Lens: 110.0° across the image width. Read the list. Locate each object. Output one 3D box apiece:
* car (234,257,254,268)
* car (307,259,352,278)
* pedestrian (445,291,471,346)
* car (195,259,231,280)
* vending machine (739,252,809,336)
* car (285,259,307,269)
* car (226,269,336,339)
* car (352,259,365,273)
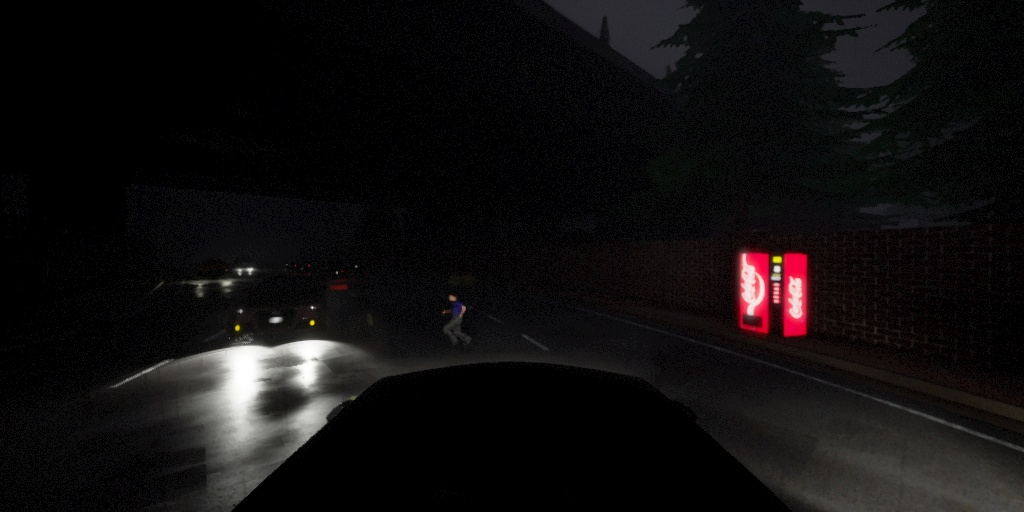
[{"bbox_3d":[-35.287,0.819,47.139,2.128,1.511,4.902,0,1,-41],"label":"car"},{"bbox_3d":[-14.928,1.005,29.223,1.837,1.490,4.892,0,1,-40],"label":"car"},{"bbox_3d":[-1.152,1.273,7.604,0.375,1.300,0.375,0,1,-19],"label":"pedestrian"},{"bbox_3d":[-23.520,0.976,28.228,1.882,1.535,5.008,0,1,-41],"label":"car"},{"bbox_3d":[6.263,0.893,8.644,1.100,2.100,0.880,0,0,-17],"label":"vending machine"},{"bbox_3d":[-23.186,1.011,38.771,1.895,1.301,4.718,0,1,-41],"label":"car"},{"bbox_3d":[-6.137,1.237,9.909,1.994,1.385,4.181,0,1,-24],"label":"car"},{"bbox_3d":[-16.487,1.001,36.400,1.994,1.385,4.181,0,1,-41],"label":"car"}]
